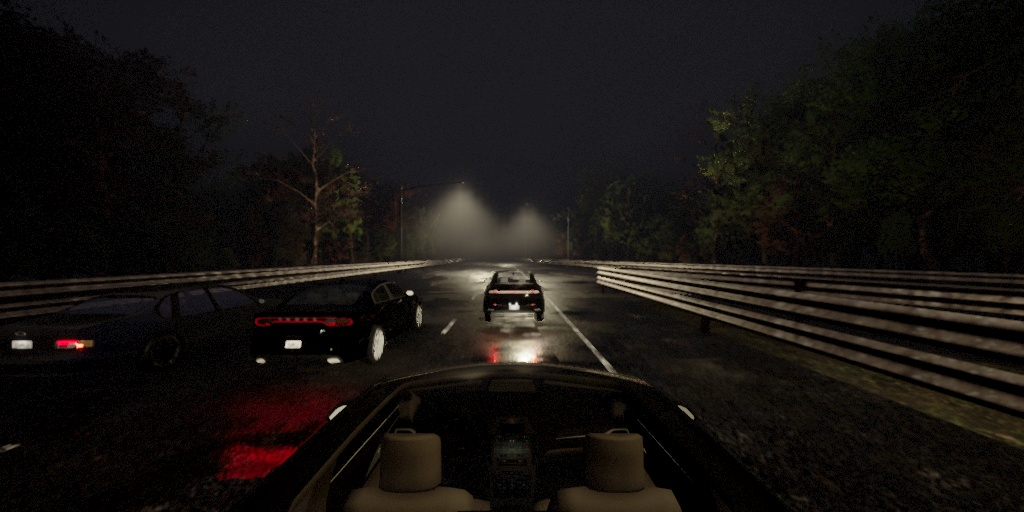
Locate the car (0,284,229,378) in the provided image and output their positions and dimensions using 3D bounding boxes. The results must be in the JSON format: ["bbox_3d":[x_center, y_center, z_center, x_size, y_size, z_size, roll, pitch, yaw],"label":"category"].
[{"bbox_3d":[-6.920,1.296,7.568,2.033,1.411,5.357,0,0,0],"label":"car"}]

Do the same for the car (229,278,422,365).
[{"bbox_3d":[-3.426,1.225,8.075,1.882,1.535,5.008,0,0,0],"label":"car"}]

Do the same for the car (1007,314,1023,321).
[{"bbox_3d":[14.172,1.233,7.322,2.033,1.649,4.856,0,0,-14],"label":"car"}]

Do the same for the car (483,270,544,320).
[{"bbox_3d":[0.043,1.236,12.559,2.128,1.511,4.902,0,0,0],"label":"car"}]
